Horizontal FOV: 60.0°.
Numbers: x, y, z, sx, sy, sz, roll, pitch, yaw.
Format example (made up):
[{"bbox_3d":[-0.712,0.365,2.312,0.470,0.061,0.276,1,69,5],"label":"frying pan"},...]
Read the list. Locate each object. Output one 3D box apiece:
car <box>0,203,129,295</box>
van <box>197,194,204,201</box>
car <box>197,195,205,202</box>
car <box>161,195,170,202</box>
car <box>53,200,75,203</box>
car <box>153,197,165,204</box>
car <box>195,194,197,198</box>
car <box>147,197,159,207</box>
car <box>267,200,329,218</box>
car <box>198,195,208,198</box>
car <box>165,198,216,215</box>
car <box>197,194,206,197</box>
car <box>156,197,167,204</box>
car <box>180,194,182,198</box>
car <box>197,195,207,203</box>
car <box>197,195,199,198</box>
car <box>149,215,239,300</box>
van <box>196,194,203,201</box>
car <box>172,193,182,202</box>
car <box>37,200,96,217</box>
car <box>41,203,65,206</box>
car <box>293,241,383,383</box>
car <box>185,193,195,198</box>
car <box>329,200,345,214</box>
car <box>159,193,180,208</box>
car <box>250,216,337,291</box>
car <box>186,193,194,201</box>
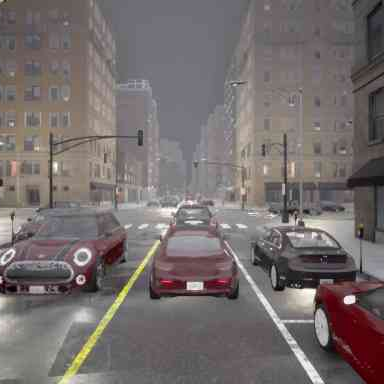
[{"bbox_3d":[-3.081,1.354,8.885,2.097,1.767,4.553,0,0,0],"label":"car"},{"bbox_3d":[2.065,1.482,85.729,1.690,1.788,3.998,0,0,-1],"label":"van"},{"bbox_3d":[2.127,1.560,80.221,1.967,1.590,4.097,0,0,-1],"label":"car"},{"bbox_3d":[-6.398,1.560,80.133,1.967,1.590,4.097,0,0,-1],"label":"car"},{"bbox_3d":[-9.854,1.456,26.435,4.674,1.442,1.812,0,-1,8],"label":"car"},{"bbox_3d":[-6.210,1.614,63.610,1.887,1.381,4.507,0,0,-1],"label":"car"},{"bbox_3d":[2.253,1.400,69.208,2.192,1.841,5.009,0,0,-1],"label":"car"},{"bbox_3d":[-6.085,1.596,52.594,2.008,1.369,4.403,0,0,-1],"label":"car"},{"bbox_3d":[9.385,1.536,30.423,4.902,1.511,2.128,0,0,0],"label":"car"},{"bbox_3d":[2.440,1.591,52.687,1.887,1.381,4.507,0,0,-1],"label":"car"},{"bbox_3d":[0.068,1.358,15.603,2.097,1.767,4.553,0,0,0],"label":"car"},{"bbox_3d":[2.313,1.596,63.871,1.752,1.417,4.829,0,0,-1],"label":"car"},{"bbox_3d":[-6.273,1.666,69.117,1.802,1.307,4.206,0,0,-1],"label":"car"},{"bbox_3d":[-3.420,1.605,67.280,1.812,1.442,4.674,0,0,0],"label":"car"},{"bbox_3d":[2.189,1.542,74.715,1.967,1.590,4.097,0,0,-1],"label":"car"},{"bbox_3d":[2.377,1.623,58.194,1.947,1.339,4.313,0,0,-1],"label":"car"},{"bbox_3d":[0.020,1.528,8.299,1.812,1.442,4.674,0,0,-1],"label":"car"},{"bbox_3d":[2.002,1.505,91.236,1.690,1.788,3.998,0,0,-1],"label":"van"},{"bbox_3d":[-3.518,1.337,77.811,2.150,2.045,5.566,0,0,-1],"label":"car"},{"bbox_3d":[-11.368,1.479,30.263,4.674,1.442,1.812,0,0,0],"label":"car"},{"bbox_3d":[-5.877,1.445,14.233,1.967,1.590,4.097,0,0,0],"label":"car"},{"bbox_3d":[2.669,1.545,3.270,1.887,1.381,4.507,0,0,0],"label":"car"},{"bbox_3d":[-0.535,1.343,79.415,2.150,2.045,5.566,0,0,-1],"label":"car"},{"bbox_3d":[14.640,1.649,37.173,4.674,1.442,1.812,0,0,1],"label":"car"},{"bbox_3d":[-3.263,1.391,48.479,2.097,1.767,4.553,0,0,-1],"label":"car"},{"bbox_3d":[2.658,1.554,8.761,2.008,1.369,4.403,0,0,0],"label":"car"},{"bbox_3d":[-0.657,1.384,90.133,2.150,2.045,5.566,0,0,-1],"label":"car"}]
